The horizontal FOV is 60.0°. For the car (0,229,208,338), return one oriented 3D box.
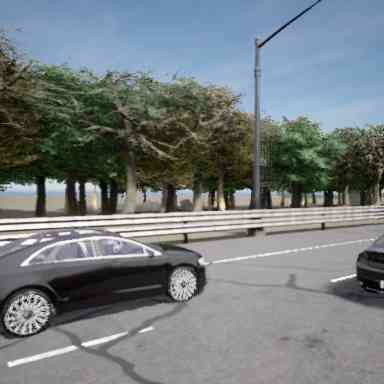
[{"bbox_3d":[-1.900,1.498,6.656,4.902,1.511,2.128,0,0,-35],"label":"car"}]

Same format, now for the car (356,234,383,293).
[{"bbox_3d":[5.748,1.553,7.728,4.892,1.490,1.837,0,0,-35],"label":"car"}]
